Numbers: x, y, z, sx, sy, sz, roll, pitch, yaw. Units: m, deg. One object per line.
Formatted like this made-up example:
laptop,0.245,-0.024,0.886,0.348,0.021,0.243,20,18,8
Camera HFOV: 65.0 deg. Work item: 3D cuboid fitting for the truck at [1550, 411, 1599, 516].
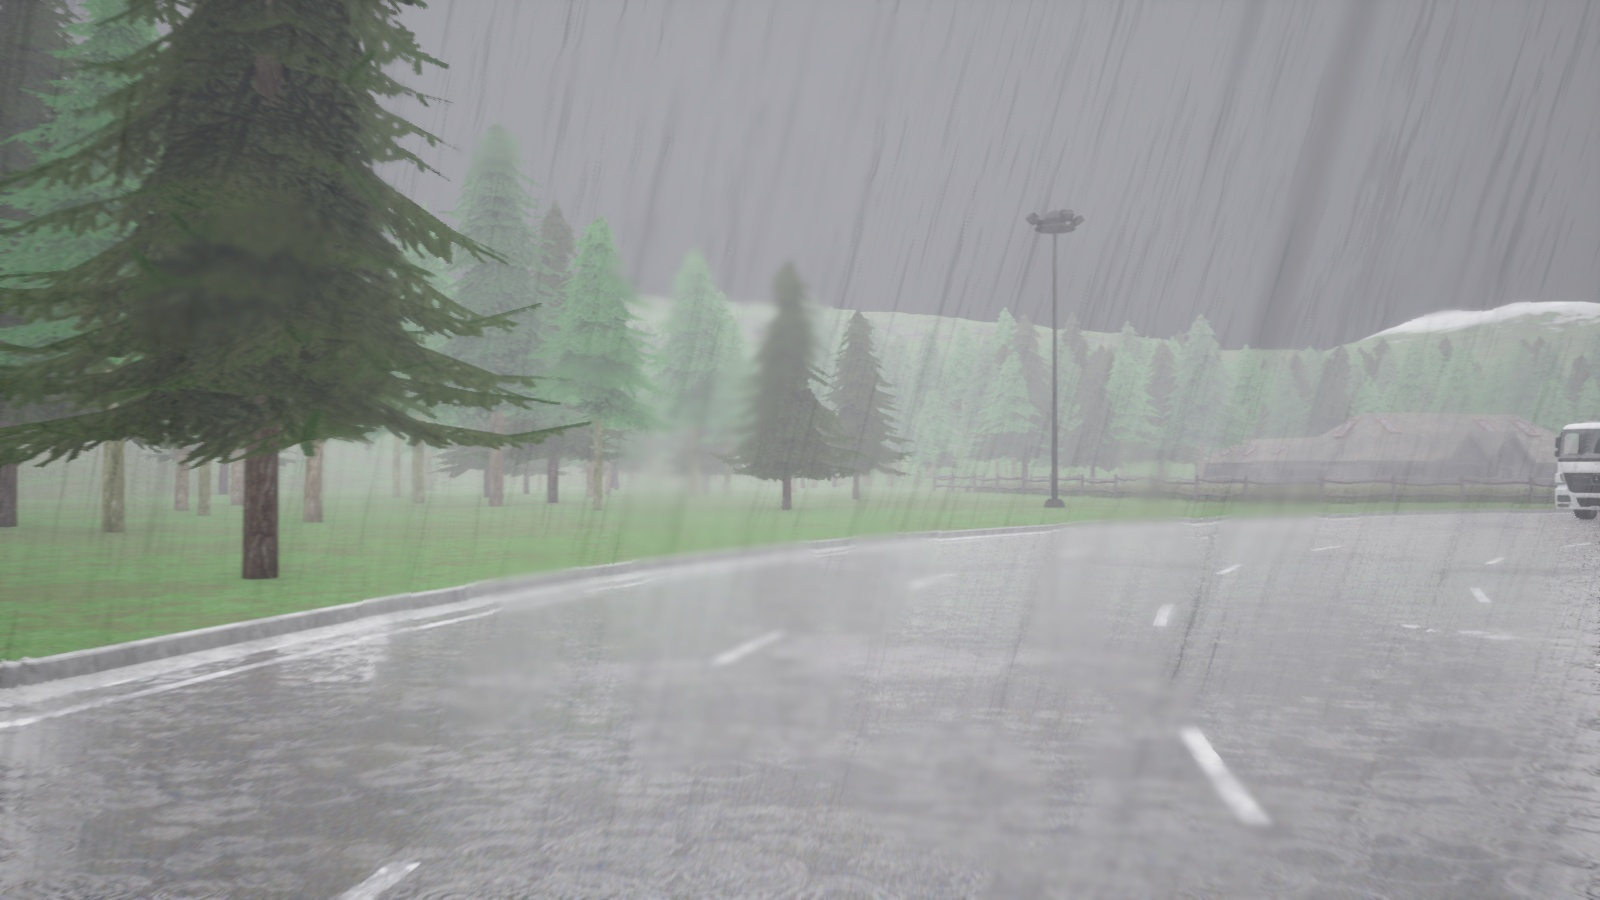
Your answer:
truck,29.870,0.468,43.683,7.936,3.462,2.891,0,-1,-30
